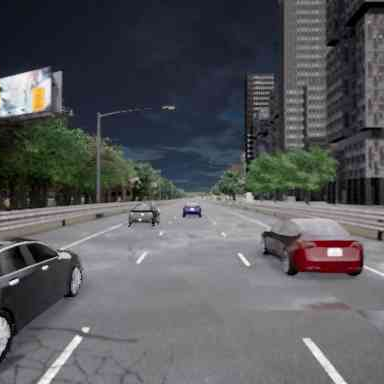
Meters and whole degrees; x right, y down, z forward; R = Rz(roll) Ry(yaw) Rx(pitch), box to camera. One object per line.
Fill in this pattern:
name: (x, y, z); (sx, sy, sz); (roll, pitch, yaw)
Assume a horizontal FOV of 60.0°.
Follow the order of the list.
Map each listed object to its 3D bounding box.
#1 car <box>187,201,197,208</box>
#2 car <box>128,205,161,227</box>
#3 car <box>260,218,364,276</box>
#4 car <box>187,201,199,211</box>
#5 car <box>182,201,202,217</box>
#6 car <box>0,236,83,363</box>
car: (0.034, 2.669, 73.654); (2.128, 1.511, 4.902); (0, -1, 0)
car: (-3.390, 1.657, 24.214); (2.128, 1.511, 4.902); (0, -1, 0)
car: (3.504, 1.535, 10.497); (2.163, 1.488, 4.792); (0, 0, 0)
car: (0.123, 2.207, 52.447); (1.812, 1.442, 4.674); (0, -1, 0)
car: (0.013, 1.873, 36.533); (2.163, 1.488, 4.792); (0, -1, 0)
car: (-3.398, 1.513, 5.673); (1.837, 1.490, 4.892); (0, 0, 0)
